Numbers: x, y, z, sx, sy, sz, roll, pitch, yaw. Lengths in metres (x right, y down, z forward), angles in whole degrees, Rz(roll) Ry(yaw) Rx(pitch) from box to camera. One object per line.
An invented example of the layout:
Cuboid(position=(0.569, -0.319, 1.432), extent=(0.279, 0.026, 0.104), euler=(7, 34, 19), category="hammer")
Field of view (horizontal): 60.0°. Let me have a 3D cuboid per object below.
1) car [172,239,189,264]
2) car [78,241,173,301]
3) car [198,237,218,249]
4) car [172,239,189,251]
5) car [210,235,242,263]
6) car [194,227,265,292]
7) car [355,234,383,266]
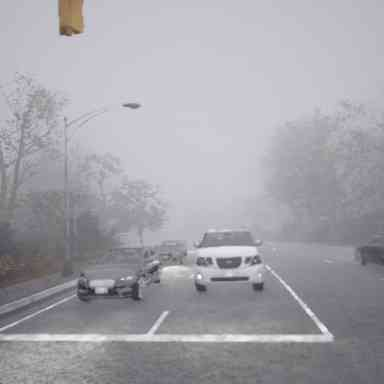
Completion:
Cuboid(position=(-1.380, 3.789, 21.086), extent=(1.994, 1.385, 4.181), euler=(-3, -7, 4), category="car")
Cuboid(position=(-2.243, 2.675, 11.573), extent=(2.128, 1.511, 4.902), euler=(-3, -6, 6), category="car")
Cuboid(position=(1.973, 6.407, 41.977), extent=(1.994, 1.385, 4.181), euler=(-2, -8, -5), category="car")
Cuboid(position=(-1.471, 6.521, 41.276), extent=(1.895, 1.301, 4.718), euler=(-2, -8, -5), category="car")
Cuboid(position=(2.190, 3.793, 22.737), extent=(1.837, 1.490, 4.892), euler=(-3, -6, 3), category="car")
Cuboid(position=(1.388, 2.373, 12.651), extent=(2.150, 2.045, 5.566), euler=(-3, -6, 6), category="car")
Cuboid(position=(8.642, 2.527, 14.249), extent=(2.128, 1.511, 4.902), euler=(-3, -6, 6), category="car")
